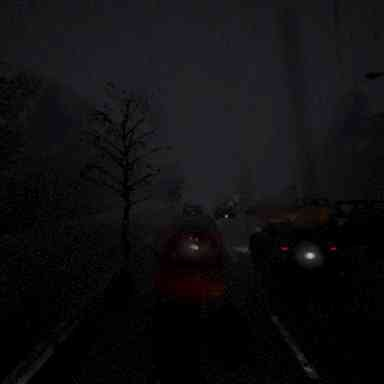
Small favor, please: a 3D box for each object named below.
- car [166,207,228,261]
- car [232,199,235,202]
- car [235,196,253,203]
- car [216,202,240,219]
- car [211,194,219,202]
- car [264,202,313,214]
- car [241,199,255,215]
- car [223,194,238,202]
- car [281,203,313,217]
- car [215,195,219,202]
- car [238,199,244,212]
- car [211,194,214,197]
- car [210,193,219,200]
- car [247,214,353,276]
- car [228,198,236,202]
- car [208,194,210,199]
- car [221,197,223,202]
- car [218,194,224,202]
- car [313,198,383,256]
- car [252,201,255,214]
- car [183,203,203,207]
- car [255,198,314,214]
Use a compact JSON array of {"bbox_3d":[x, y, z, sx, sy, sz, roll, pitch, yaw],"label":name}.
[{"bbox_3d":[0.087,1.564,12.691,1.882,1.535,5.008,0,0,0],"label":"car"},{"bbox_3d":[8.067,1.953,43.400,4.674,1.452,2.002,1,0,-20],"label":"car"},{"bbox_3d":[8.097,1.756,40.412,4.553,1.767,2.185,1,0,-20],"label":"car"},{"bbox_3d":[3.094,1.898,32.095,1.895,1.301,4.718,0,-1,0],"label":"car"},{"bbox_3d":[8.034,1.946,82.428,4.792,1.488,2.163,1,0,-20],"label":"car"},{"bbox_3d":[7.893,1.661,22.329,5.366,1.575,1.946,1,0,-20],"label":"car"},{"bbox_3d":[8.059,1.813,34.400,5.008,1.535,2.097,1,-1,-20],"label":"car"},{"bbox_3d":[8.093,1.702,49.425,5.566,2.045,2.435,1,0,-20],"label":"car"},{"bbox_3d":[8.241,1.636,19.463,5.366,1.575,1.946,1,-1,-20],"label":"car"},{"bbox_3d":[8.036,1.987,70.422,4.792,1.488,2.163,1,0,-20],"label":"car"},{"bbox_3d":[8.068,1.889,37.400,4.674,1.452,2.002,1,0,-20],"label":"car"},{"bbox_3d":[8.055,1.946,85.446,4.674,1.452,2.002,1,0,-20],"label":"car"},{"bbox_3d":[8.031,1.770,88.418,4.553,1.767,2.185,1,0,-20],"label":"car"},{"bbox_3d":[3.082,1.635,10.644,1.994,1.385,4.181,0,0,0],"label":"car"},{"bbox_3d":[8.090,1.963,46.424,4.792,1.488,2.163,1,-1,-20],"label":"car"},{"bbox_3d":[8.052,1.877,94.393,4.892,1.521,2.231,1,0,-20],"label":"car"},{"bbox_3d":[7.892,1.962,52.351,5.366,1.575,1.946,1,0,-20],"label":"car"},{"bbox_3d":[8.040,1.732,58.406,5.566,2.045,2.435,1,0,-20],"label":"car"},{"bbox_3d":[8.096,1.328,13.414,5.566,2.045,2.435,1,-1,-20],"label":"car"},{"bbox_3d":[8.041,1.766,28.384,4.792,1.488,2.163,1,-1,-20],"label":"car"},{"bbox_3d":[0.093,1.806,33.414,2.128,1.511,4.902,0,-1,0],"label":"car"},{"bbox_3d":[8.046,1.450,25.384,5.566,2.045,2.435,1,0,-20],"label":"car"}]
